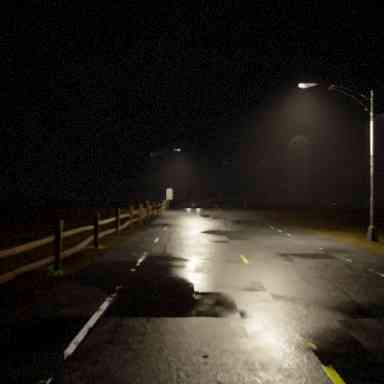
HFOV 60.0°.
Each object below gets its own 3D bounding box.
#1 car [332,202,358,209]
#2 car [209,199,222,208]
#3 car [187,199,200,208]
[{"bbox_3d":[31.198,2.766,67.811,4.902,1.511,2.128,2,-2,0],"label":"car"},{"bbox_3d":[3.892,1.850,54.876,1.837,1.490,4.892,0,0,1],"label":"car"},{"bbox_3d":[0.229,1.851,54.404,1.812,1.442,4.674,0,0,0],"label":"car"}]
